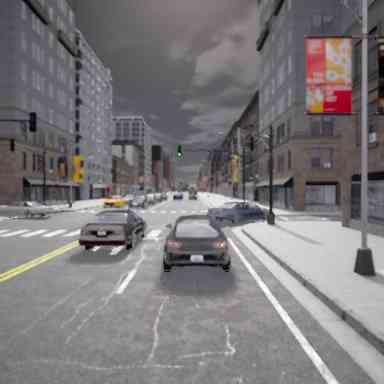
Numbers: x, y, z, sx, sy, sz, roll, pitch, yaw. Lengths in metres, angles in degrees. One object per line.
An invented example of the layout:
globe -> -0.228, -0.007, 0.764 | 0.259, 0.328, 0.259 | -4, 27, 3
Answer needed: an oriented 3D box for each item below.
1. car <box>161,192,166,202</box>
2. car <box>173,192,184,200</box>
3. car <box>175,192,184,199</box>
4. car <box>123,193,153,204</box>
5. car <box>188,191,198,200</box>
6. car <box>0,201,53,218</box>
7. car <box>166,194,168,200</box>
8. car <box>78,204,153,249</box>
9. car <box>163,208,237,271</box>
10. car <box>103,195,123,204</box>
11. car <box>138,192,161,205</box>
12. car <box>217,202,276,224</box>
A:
car -> -6.309, 1.071, 59.600 | 2.128, 1.511, 4.902 | 0, 0, 0
car -> -3.021, 0.970, 70.982 | 1.882, 1.535, 5.008 | 0, 0, 0
car -> -2.989, 0.806, 81.348 | 1.837, 1.490, 4.892 | 0, 0, 0
car -> -6.462, 1.208, 40.375 | 2.128, 1.511, 4.902 | 0, 0, 0
car -> 0.229, 1.088, 71.003 | 1.895, 1.301, 4.718 | 0, 0, 0
car -> -13.880, 1.406, 26.881 | 4.718, 1.301, 1.895 | 0, 0, 10
car -> -6.276, 0.846, 69.832 | 2.097, 1.767, 4.553 | 0, 0, 0
car -> -3.103, 1.448, 13.964 | 2.033, 1.411, 5.357 | 0, 0, 0
car -> 0.133, 1.450, 10.488 | 1.812, 1.442, 4.674 | 0, 0, 0
car -> -9.709, 1.184, 41.925 | 1.882, 1.535, 5.008 | 0, 0, 1
car -> -6.414, 1.142, 49.730 | 2.128, 1.511, 4.902 | 0, 0, 1
car -> 3.490, 1.390, 23.251 | 5.357, 1.411, 2.033 | 0, 0, -37
